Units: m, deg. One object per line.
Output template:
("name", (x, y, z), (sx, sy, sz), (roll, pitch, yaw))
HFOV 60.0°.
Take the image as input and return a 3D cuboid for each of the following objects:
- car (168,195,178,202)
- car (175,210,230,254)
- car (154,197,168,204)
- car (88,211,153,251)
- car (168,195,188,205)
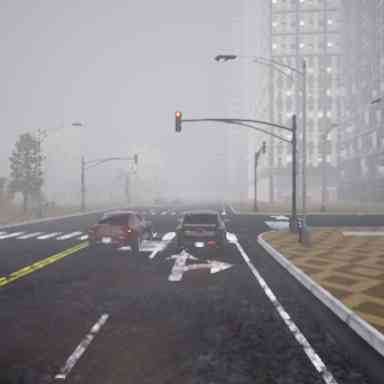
("car", (-4.330, 1.496, 76.791), (1.812, 1.442, 4.674), (0, 0, 5))
("car", (0.432, 1.501, 13.488), (1.837, 1.490, 4.892), (0, 0, 4))
("car", (-5.731, 1.582, 61.218), (1.895, 1.301, 4.718), (0, 0, 6))
("car", (-2.864, 1.521, 13.966), (1.812, 1.442, 4.674), (0, 0, 3))
("car", (-2.488, 1.530, 60.950), (2.033, 1.411, 5.357), (0, 0, 6))
